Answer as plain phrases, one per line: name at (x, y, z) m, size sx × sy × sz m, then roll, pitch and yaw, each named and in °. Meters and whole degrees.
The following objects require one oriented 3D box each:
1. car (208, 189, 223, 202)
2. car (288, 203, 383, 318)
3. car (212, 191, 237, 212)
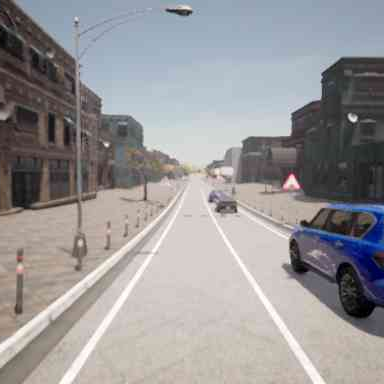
car at (3.246, 0.322, 43.327) m, size 2.097 × 1.767 × 4.553 m, roll 0°, pitch 3°, yaw 1°
car at (3.935, 1.261, 7.648) m, size 2.150 × 2.045 × 5.566 m, roll 0°, pitch 0°, yaw 0°
car at (3.208, 1.052, 31.679) m, size 1.837 × 1.490 × 4.892 m, roll 0°, pitch 2°, yaw 1°
